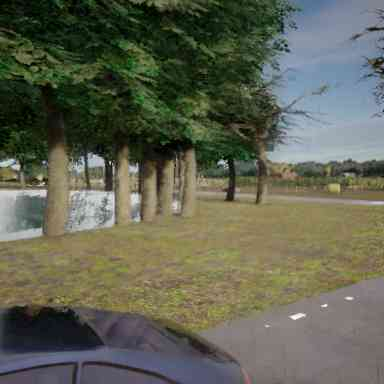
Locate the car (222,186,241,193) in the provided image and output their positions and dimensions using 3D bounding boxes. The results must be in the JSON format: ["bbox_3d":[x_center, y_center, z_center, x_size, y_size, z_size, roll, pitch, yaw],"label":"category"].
[{"bbox_3d":[8.111,-0.537,69.006,1.812,1.442,4.674,-2,4,-36],"label":"car"}]

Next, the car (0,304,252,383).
[{"bbox_3d":[-1.519,1.564,1.988,4.181,1.385,1.994,0,0,-35],"label":"car"}]
